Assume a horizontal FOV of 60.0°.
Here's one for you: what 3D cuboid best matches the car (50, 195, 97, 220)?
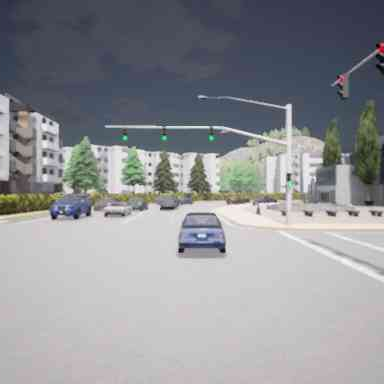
[{"bbox_3d":[-10.453,1.257,29.230,2.150,2.045,5.566,0,0,-1],"label":"car"}]

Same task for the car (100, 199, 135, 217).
[{"bbox_3d":[-7.001,1.639,31.680,1.895,1.301,4.718,0,0,0],"label":"car"}]

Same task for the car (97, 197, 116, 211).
[{"bbox_3d":[-10.242,1.400,40.199,2.097,1.767,4.553,0,0,4],"label":"car"}]

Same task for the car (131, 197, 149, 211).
[{"bbox_3d":[-6.746,1.402,40.715,2.097,1.767,4.553,0,0,5],"label":"car"}]

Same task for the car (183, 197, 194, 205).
[{"bbox_3d":[-1.589,1.618,59.181,2.033,1.411,5.357,0,0,27],"label":"car"}]

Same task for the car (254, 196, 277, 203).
[{"bbox_3d":[15.135,1.621,68.397,5.357,1.411,2.033,0,0,-36],"label":"car"}]

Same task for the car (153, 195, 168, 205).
[{"bbox_3d":[-5.121,1.422,59.961,2.097,1.767,4.553,0,0,26],"label":"car"}]

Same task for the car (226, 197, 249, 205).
[{"bbox_3d":[8.015,1.598,61.278,1.812,1.442,4.674,0,0,38],"label":"car"}]

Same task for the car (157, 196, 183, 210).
[{"bbox_3d":[-2.811,1.616,43.557,1.994,1.385,4.181,0,0,8],"label":"car"}]

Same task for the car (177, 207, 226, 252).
[{"bbox_3d":[0.381,1.564,14.029,2.033,1.411,5.357,0,0,1],"label":"car"}]

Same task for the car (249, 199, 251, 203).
[{"bbox_3d":[10.227,1.634,68.840,4.181,1.385,1.994,0,0,-39],"label":"car"}]
